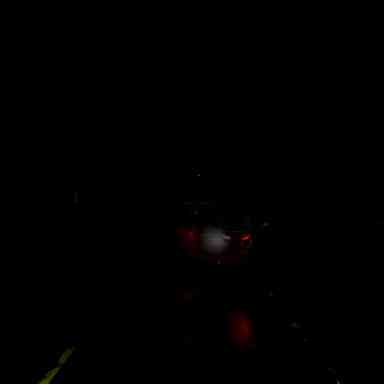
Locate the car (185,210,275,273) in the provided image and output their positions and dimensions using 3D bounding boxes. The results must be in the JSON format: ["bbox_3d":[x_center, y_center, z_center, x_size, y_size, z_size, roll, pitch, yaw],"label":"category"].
[{"bbox_3d":[1.436,1.392,11.217,2.097,1.767,4.553,0,0,20],"label":"car"}]
